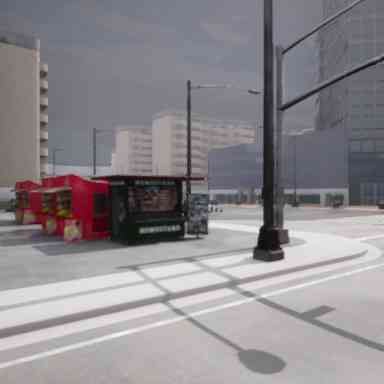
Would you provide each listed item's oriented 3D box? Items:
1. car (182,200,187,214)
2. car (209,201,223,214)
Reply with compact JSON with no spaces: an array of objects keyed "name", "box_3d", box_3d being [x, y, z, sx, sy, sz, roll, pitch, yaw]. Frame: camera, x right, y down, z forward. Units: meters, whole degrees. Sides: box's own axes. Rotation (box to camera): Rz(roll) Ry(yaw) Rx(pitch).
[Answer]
[{"name":"car","box_3d":[-2.402,1.479,37.226,2.150,2.045,5.566,0,-1,-36]},{"name":"car","box_3d":[1.494,1.750,37.837,1.812,1.442,4.674,0,-1,-36]}]
